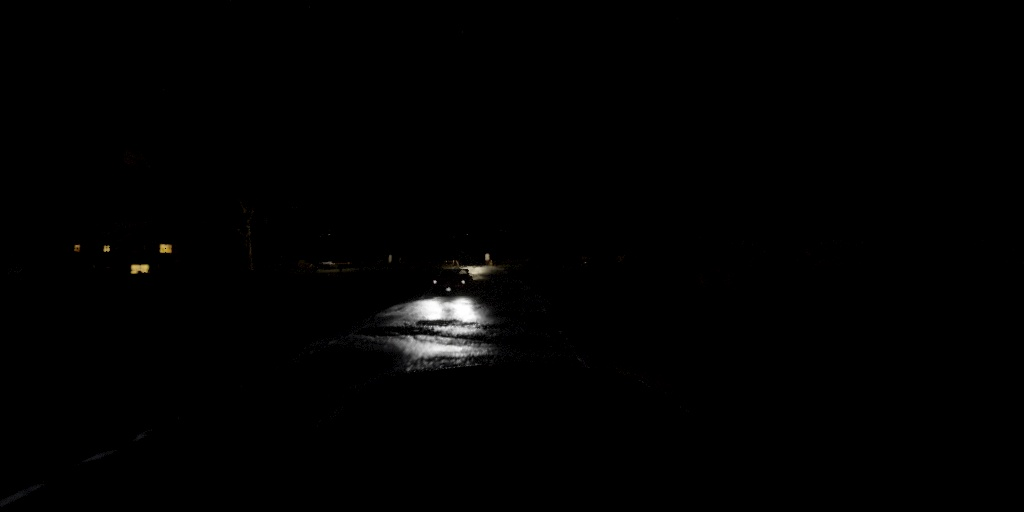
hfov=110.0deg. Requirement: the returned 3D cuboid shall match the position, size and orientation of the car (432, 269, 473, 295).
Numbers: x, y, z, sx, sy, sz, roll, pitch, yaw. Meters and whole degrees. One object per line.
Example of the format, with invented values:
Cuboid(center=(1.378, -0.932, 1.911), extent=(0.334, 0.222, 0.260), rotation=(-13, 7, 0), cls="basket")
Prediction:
Cuboid(center=(-3.254, 1.392, 20.232), extent=(1.895, 1.301, 4.718), rotation=(0, 0, -2), cls="car")
